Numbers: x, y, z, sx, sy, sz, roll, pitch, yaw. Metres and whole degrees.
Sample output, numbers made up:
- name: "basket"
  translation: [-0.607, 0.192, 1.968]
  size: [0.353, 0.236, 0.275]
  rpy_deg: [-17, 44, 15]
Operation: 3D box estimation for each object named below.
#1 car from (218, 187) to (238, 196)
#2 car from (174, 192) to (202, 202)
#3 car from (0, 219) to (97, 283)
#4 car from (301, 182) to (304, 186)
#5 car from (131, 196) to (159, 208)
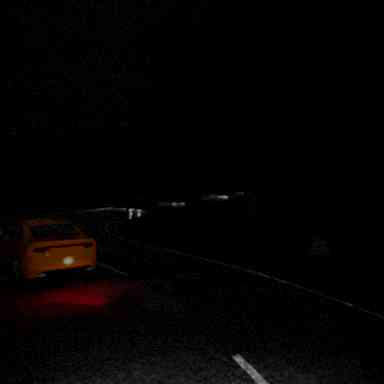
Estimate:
- name: "car"
  translation: [6.948, -0.168, 63.865]
  size: [1.837, 1.490, 4.892]
  rpy_deg: [0, 4, 41]
- name: "car"
  translation: [-0.592, 0.423, 54.518]
  size: [2.150, 2.045, 5.566]
  rpy_deg: [0, 4, 37]
- name: "car"
  translation: [-4.631, 1.560, 10.116]
  size: [1.882, 1.535, 5.008]
  rpy_deg: [1, -1, -40]
- name: "car"
  translation: [25.038, -1.918, 78.979]
  size: [1.837, 1.490, 4.892]
  rpy_deg: [0, 4, 39]
- name: "car"
  translation: [-6.432, 1.356, 45.892]
  size: [1.812, 1.442, 4.674]
  rpy_deg: [0, 3, 32]
